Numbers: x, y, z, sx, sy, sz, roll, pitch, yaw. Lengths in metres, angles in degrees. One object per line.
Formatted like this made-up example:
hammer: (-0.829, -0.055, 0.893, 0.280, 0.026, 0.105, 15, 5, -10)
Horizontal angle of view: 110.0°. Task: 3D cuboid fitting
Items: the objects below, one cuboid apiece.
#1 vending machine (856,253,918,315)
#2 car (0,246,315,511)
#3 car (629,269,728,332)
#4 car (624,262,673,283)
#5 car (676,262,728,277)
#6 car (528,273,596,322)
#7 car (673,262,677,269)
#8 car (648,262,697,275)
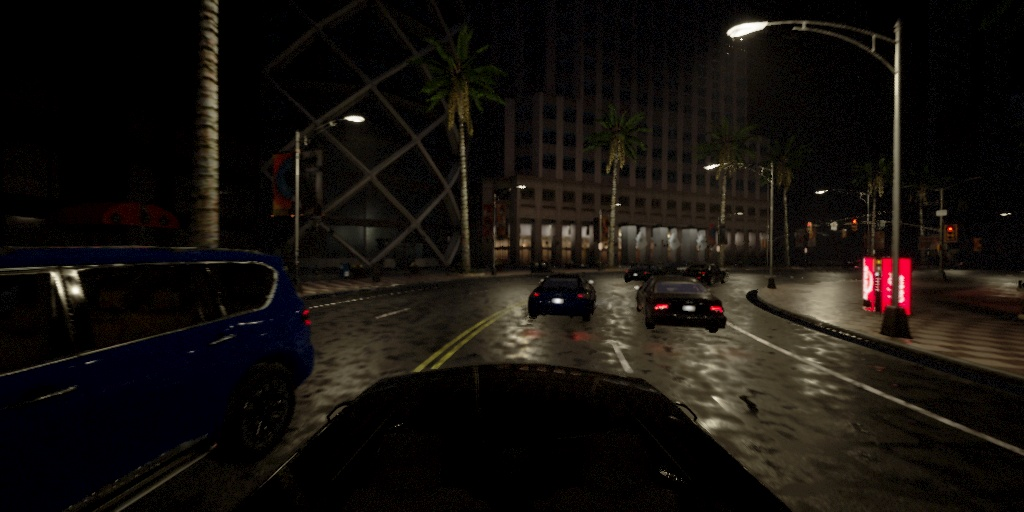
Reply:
vending machine: (12.907, 1.020, 12.386, 1.100, 2.100, 0.880, 0, 0, 22)
car: (-3.493, 0.941, 2.015, 2.150, 2.045, 5.566, 0, 0, 2)
car: (4.918, 1.308, 11.057, 2.033, 1.411, 5.357, 1, 0, 15)
car: (10.165, 1.315, 26.984, 1.994, 1.385, 4.181, 1, 0, 43)
car: (13.970, 1.293, 25.894, 4.892, 1.490, 1.837, 0, 0, -44)
car: (1.852, 1.293, 12.463, 1.994, 1.385, 4.181, 1, 0, 15)
car: (19.736, 1.465, 38.020, 4.718, 1.301, 1.895, 0, 0, -22)
car: (18.450, 1.378, 41.275, 5.357, 1.411, 2.033, 0, 0, -22)
